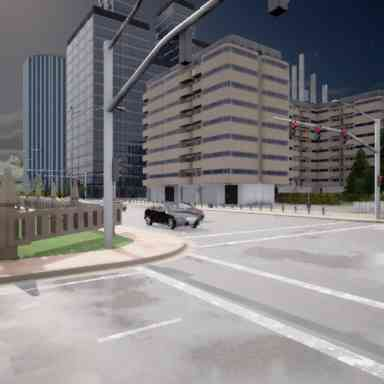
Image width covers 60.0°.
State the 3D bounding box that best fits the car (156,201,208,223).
[{"bbox_3d":[-0.906,1.526,26.685,1.812,1.442,4.674,0,0,-36],"label":"car"}]

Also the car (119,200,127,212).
[{"bbox_3d":[-9.089,1.490,38.135,2.128,1.511,4.902,0,0,-35],"label":"car"}]

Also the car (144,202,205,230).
[{"bbox_3d":[-1.382,1.491,21.218,2.128,1.511,4.902,0,0,-34],"label":"car"}]

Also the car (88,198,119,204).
[{"bbox_3d":[-9.038,1.526,32.028,1.812,1.442,4.674,0,0,-35],"label":"car"}]

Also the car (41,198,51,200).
[{"bbox_3d":[-22.050,1.547,50.443,2.033,1.411,5.357,0,0,-35],"label":"car"}]

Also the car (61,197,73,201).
[{"bbox_3d":[-19.341,1.523,52.676,1.882,1.535,5.008,0,0,-35],"label":"car"}]
